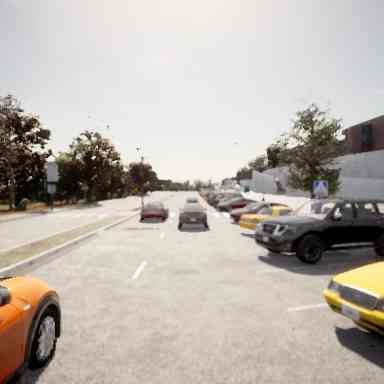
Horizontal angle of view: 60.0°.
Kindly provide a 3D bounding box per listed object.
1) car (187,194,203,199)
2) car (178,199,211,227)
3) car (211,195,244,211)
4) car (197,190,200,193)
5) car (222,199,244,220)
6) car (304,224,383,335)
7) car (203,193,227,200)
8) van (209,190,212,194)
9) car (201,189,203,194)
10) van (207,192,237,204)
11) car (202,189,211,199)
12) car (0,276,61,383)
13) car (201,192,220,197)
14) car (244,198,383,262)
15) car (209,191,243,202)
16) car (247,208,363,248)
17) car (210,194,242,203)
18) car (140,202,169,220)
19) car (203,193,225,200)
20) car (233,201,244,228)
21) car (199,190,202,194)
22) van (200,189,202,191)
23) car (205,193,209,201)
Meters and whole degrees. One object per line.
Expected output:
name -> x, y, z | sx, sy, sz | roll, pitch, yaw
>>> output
car -> 0.040, 1.322, 41.249 | 1.812, 1.442, 4.674 | 0, 0, 0
car -> 0.066, 1.462, 22.058 | 1.812, 1.442, 4.674 | 0, 1, 0
car -> 4.991, 1.354, 35.967 | 4.792, 1.488, 2.163 | 1, 1, -20
car -> 4.768, 0.699, 86.660 | 5.366, 1.575, 1.946 | 0, 2, -20
car -> 5.009, 1.444, 23.962 | 4.792, 1.488, 2.163 | 1, 1, -20
car -> 4.890, 1.492, 5.891 | 5.366, 1.575, 1.946 | 1, 0, -20
car -> 4.990, 1.024, 71.822 | 4.792, 1.488, 2.163 | 0, 1, -20
van -> 5.115, 1.034, 44.991 | 4.442, 1.987, 1.878 | 1, 0, -20
car -> 5.015, 0.917, 56.895 | 5.566, 2.045, 2.435 | 1, 0, -20
van -> 4.885, 0.965, 53.852 | 4.442, 1.987, 1.878 | 1, 1, -20
car -> 4.973, 0.962, 50.899 | 5.566, 2.045, 2.435 | 1, 1, -20
car -> -2.905, 1.360, 2.901 | 2.097, 1.767, 4.553 | 0, 0, 0
car -> 4.963, 0.666, 89.722 | 4.792, 1.488, 2.163 | 0, 1, -20
car -> 5.030, 1.237, 11.945 | 5.566, 2.045, 2.435 | 1, 1, -20
car -> 4.980, 1.155, 41.957 | 4.553, 1.767, 2.185 | 1, 0, -20
car -> 5.053, 1.513, 14.965 | 4.674, 1.452, 2.002 | 1, 1, -20
car -> 5.008, 1.343, 38.986 | 4.674, 1.452, 2.002 | 1, 0, -20
car -> -2.940, 1.468, 26.816 | 1.994, 1.385, 4.181 | 0, 0, 0
car -> 4.954, 0.982, 74.794 | 4.674, 1.452, 2.002 | 0, 1, -20
car -> 5.215, 1.455, 18.038 | 5.366, 1.575, 1.946 | 1, 0, -20
car -> 4.796, 1.031, 68.752 | 5.366, 1.575, 1.946 | 1, 1, -20
van -> 4.850, 0.664, 77.721 | 4.442, 1.987, 1.878 | 0, 2, -20
car -> 4.993, 1.237, 47.932 | 4.892, 1.521, 2.231 | 1, 0, -20
